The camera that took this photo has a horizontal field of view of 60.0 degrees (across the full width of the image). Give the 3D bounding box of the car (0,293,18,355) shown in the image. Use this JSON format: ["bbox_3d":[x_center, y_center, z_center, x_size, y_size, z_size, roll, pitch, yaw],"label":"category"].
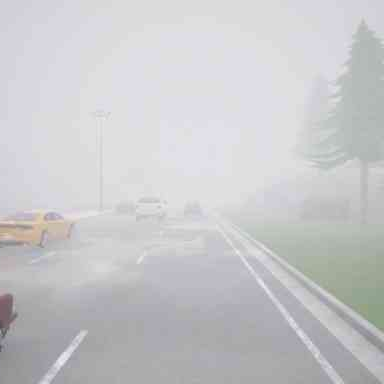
[{"bbox_3d":[-3.404,1.614,2.599,1.895,1.301,4.718,0,0,0],"label":"car"}]

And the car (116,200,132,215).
[{"bbox_3d":[-6.907,1.651,36.091,1.882,1.535,5.008,0,0,0],"label":"car"}]

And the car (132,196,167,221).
[{"bbox_3d":[-3.407,1.357,28.668,2.150,2.045,5.566,0,-1,0],"label":"car"}]

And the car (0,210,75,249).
[{"bbox_3d":[-6.902,1.550,14.986,1.882,1.535,5.008,0,0,0],"label":"car"}]

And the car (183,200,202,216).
[{"bbox_3d":[0.088,1.712,34.239,2.033,1.411,5.357,0,0,0],"label":"car"}]

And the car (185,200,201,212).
[{"bbox_3d":[0.129,1.760,44.323,2.033,1.411,5.357,0,0,1],"label":"car"}]
